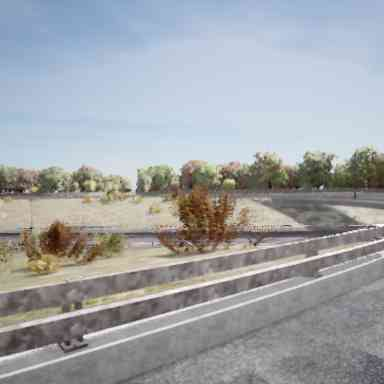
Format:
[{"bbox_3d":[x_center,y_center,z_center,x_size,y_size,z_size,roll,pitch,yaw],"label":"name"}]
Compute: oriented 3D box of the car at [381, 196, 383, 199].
[{"bbox_3d":[43.782,1.023,73.820,1.837,1.490,4.892,-1,0,6],"label":"car"}]
